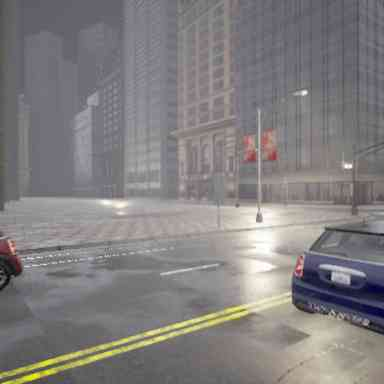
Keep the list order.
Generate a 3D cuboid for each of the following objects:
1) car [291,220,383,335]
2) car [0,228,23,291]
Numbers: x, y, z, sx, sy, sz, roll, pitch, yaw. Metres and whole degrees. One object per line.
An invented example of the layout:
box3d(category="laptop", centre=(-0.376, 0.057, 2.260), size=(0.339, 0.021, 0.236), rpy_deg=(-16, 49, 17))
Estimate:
box3d(category="car", centre=(3.989, 1.315, 6.301), size=(4.553, 1.767, 2.097), rpy_deg=(0, 0, -36))
box3d(category="car", centre=(-6.275, 1.357, 7.185), size=(4.553, 1.767, 2.097), rpy_deg=(0, 0, -36))
